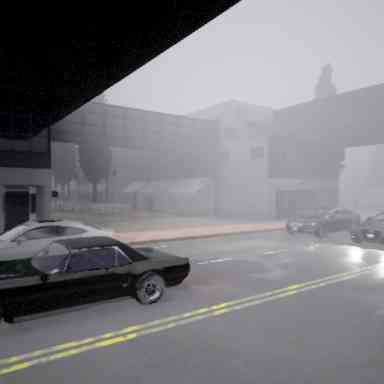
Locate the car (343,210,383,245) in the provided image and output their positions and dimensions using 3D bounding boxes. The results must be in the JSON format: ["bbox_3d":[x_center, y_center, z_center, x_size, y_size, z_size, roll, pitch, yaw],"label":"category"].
[{"bbox_3d":[8.814,1.586,14.537,4.181,1.385,1.994,0,0,-35],"label":"car"}]

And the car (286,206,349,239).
[{"bbox_3d":[6.993,1.513,17.535,4.902,1.511,2.128,0,0,-35],"label":"car"}]

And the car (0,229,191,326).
[{"bbox_3d":[-2.439,1.602,6.551,4.718,1.301,1.895,0,0,-35],"label":"car"}]

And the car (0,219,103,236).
[{"bbox_3d":[-4.379,1.527,9.449,4.674,1.442,1.812,0,0,-35],"label":"car"}]
